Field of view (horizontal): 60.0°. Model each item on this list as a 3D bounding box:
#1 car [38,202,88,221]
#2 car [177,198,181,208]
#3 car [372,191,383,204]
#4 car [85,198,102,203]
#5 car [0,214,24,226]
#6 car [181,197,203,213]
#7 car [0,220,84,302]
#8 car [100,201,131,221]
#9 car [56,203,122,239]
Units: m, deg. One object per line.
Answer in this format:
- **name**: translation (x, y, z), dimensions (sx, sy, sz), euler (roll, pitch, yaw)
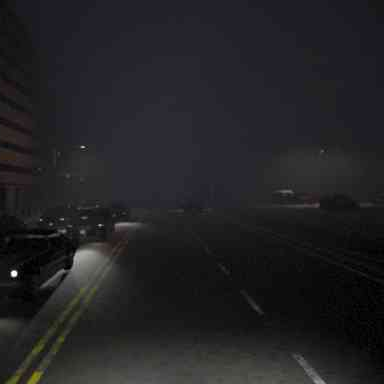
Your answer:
- **car**: translation (-9.403, 1.711, 24.198), dimensions (2.033, 1.411, 5.357), euler (-1, 0, -6)
- **car**: translation (-1.047, 1.525, 47.640), dimensions (1.837, 1.490, 4.892), euler (-1, 0, -5)
- **car**: translation (25.071, 0.963, 42.731), dimensions (1.970, 1.475, 3.806), euler (-1, 0, -5)
- **car**: translation (-10.411, 1.532, 34.927), dimensions (2.097, 1.767, 4.553), euler (-1, 0, -5)
- **car**: translation (-8.381, 1.671, 13.846), dimensions (1.812, 1.442, 4.674), euler (-1, 0, -5)
- **car**: translation (0.077, 1.525, 36.562), dimensions (1.812, 1.442, 4.674), euler (-1, 0, -5)
- **car**: translation (-4.348, 1.676, 8.477), dimensions (1.895, 1.301, 4.718), euler (-1, 0, -6)
- **car**: translation (-6.252, 1.614, 28.048), dimensions (1.837, 1.490, 4.892), euler (-1, 0, -6)
- **car**: translation (-5.257, 1.583, 17.753), dimensions (2.128, 1.511, 4.902), euler (-1, 0, -6)
